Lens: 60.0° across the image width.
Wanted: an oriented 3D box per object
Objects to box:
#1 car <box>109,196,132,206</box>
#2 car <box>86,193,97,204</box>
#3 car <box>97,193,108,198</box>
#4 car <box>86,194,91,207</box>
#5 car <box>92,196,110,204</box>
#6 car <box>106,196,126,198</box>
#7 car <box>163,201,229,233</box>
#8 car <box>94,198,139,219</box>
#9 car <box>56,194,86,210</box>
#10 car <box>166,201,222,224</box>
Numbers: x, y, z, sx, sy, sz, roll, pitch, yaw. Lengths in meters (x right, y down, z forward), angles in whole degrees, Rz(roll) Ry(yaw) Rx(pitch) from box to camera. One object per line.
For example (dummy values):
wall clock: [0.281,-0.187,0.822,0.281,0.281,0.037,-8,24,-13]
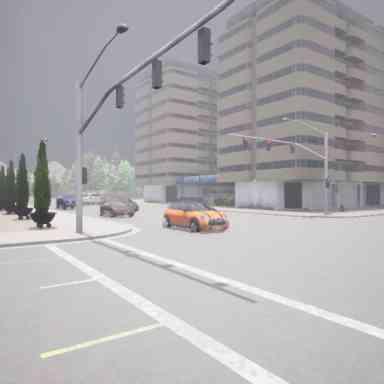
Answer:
car: [-12.167,1.491,56.138,2.128,1.511,4.902,0,0,-35]
car: [-17.660,1.221,57.903,2.150,2.045,5.566,0,0,-34]
car: [-12.116,1.352,49.930,2.097,1.767,4.553,0,0,-35]
car: [-17.786,1.477,51.656,1.882,1.535,5.008,0,0,-34]
car: [-17.475,1.505,63.776,1.837,1.490,4.892,0,0,-33]
car: [-7.518,1.506,36.825,1.837,1.490,4.892,0,0,-35]
car: [0.136,1.351,19.671,2.097,1.767,4.553,0,0,-35]
car: [-6.803,1.525,29.660,1.812,1.442,4.674,0,0,-35]
car: [-15.838,1.222,42.687,2.150,2.045,5.566,0,0,-35]
car: [0.019,1.505,26.161,1.837,1.490,4.892,0,0,-36]
